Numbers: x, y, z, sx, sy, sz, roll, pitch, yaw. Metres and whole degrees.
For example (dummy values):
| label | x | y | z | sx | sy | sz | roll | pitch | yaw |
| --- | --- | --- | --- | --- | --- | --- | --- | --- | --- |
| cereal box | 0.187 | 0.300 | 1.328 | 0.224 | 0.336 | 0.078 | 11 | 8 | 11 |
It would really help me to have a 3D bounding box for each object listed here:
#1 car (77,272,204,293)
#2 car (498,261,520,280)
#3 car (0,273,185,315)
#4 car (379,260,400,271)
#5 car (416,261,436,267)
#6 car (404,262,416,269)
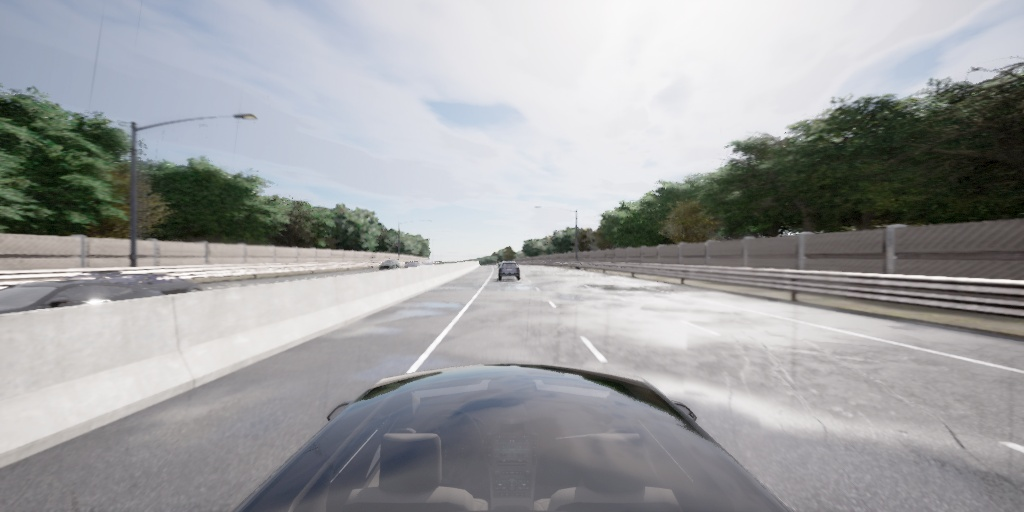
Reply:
| label | x | y | z | sx | sy | sz | roll | pitch | yaw |
| --- | --- | --- | --- | --- | --- | --- | --- | --- | --- |
| car | -14.153 | 1.362 | 13.584 | 1.994 | 1.385 | 4.181 | 0 | 0 | 0 |
| car | -0.296 | 1.283 | 33.454 | 2.033 | 1.649 | 4.856 | 0 | -1 | -2 |
| car | -10.617 | 1.306 | 8.251 | 1.812 | 1.442 | 4.674 | 0 | 0 | 0 |
| car | -18.714 | 1.359 | 54.966 | 2.097 | 1.767 | 4.553 | 0 | 0 | -2 |
| car | -11.507 | 1.486 | 49.675 | 1.812 | 1.442 | 4.674 | 0 | 0 | -2 |
| car | -15.221 | 1.565 | 55.299 | 1.994 | 1.385 | 4.181 | 0 | 0 | -2 |
